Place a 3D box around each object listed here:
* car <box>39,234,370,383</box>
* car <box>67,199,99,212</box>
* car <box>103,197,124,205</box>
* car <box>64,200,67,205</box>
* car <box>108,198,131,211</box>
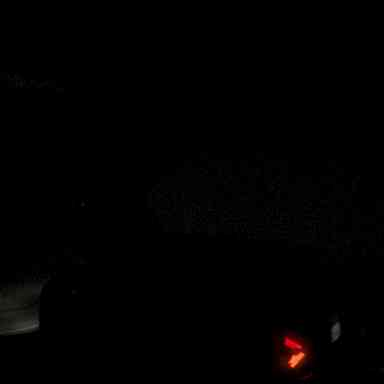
[{"bbox_3d":[-0.218,1.370,4.595,4.553,1.767,2.097,0,-1,41],"label":"car"},{"bbox_3d":[-13.181,1.614,41.055,1.812,1.442,4.674,0,0,5],"label":"car"},{"bbox_3d":[-15.092,1.739,64.445,1.994,1.385,4.181,0,0,20],"label":"car"},{"bbox_3d":[-20.565,1.622,58.995,1.837,1.490,4.892,0,0,16],"label":"car"},{"bbox_3d":[-9.361,1.681,43.364,1.994,1.385,4.181,0,0,7],"label":"car"}]
